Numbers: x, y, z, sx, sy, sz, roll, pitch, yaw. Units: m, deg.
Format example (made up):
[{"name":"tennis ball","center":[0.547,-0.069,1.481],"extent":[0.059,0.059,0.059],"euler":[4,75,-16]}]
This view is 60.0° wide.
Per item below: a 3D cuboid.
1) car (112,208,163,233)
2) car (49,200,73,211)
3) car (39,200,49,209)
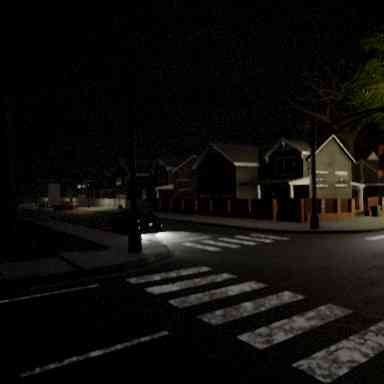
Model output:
[{"name":"car","center":[-3.482,1.700,20.762],"extent":[1.994,1.385,4.181],"euler":[-2,0,-34]},{"name":"car","center":[-18.235,1.893,47.025],"extent":[2.128,1.511,4.902],"euler":[-2,0,-34]},{"name":"car","center":[-24.209,2.096,55.556],"extent":[1.994,1.385,4.181],"euler":[-2,0,-35]}]
